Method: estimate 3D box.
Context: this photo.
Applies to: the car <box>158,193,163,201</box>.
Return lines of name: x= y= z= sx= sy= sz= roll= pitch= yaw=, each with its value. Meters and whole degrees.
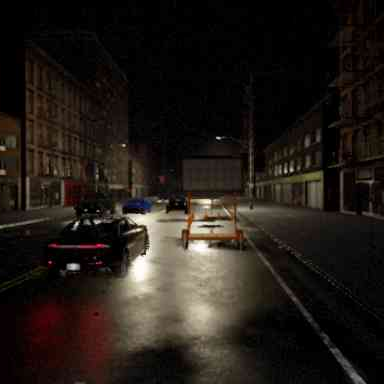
car: x=-5.956 y=1.015 z=70.714 sx=1.882 sy=1.535 sz=5.008 roll=0 pitch=0 yaw=3

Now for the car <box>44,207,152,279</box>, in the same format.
car: x=-2.523 y=1.432 z=9.844 sx=2.128 sy=1.511 sz=4.902 roll=0 pitch=0 yaw=3

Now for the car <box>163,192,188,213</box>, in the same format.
car: x=-1.311 y=1.129 z=33.073 sx=2.097 sy=1.767 sz=4.553 roll=0 pitch=0 yaw=3

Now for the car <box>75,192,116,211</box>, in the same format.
car: x=-8.236 y=1.052 z=28.979 sx=2.150 sy=2.045 sz=5.566 roll=0 pitch=0 yaw=3

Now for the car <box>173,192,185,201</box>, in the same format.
car: x=-2.709 y=0.882 z=70.574 sx=2.097 sy=1.767 sz=4.553 roll=0 pitch=0 yaw=3

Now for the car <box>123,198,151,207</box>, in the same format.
car: x=-4.920 y=1.288 z=30.133 sx=1.882 sy=1.535 sz=5.008 roll=0 pitch=0 yaw=3

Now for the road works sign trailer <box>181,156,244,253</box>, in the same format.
road works sign trailer: x=0.801 y=0.370 z=13.195 sx=2.380 sy=3.560 sz=2.880 roll=0 pitch=0 yaw=3
